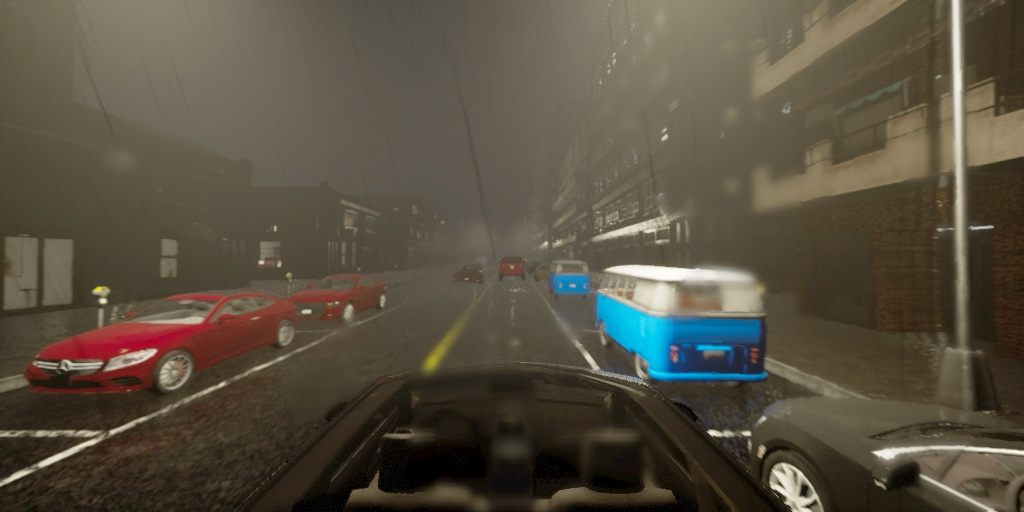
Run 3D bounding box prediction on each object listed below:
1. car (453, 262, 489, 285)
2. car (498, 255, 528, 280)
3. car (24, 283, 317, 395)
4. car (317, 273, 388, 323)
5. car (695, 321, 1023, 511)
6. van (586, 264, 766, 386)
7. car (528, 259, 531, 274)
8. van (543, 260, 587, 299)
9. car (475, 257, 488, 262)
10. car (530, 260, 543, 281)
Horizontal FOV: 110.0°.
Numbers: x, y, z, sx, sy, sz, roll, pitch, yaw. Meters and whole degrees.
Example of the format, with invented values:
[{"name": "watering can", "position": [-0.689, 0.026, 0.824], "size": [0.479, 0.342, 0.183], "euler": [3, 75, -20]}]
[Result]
[{"name": "car", "position": [-3.003, 1.336, 25.933], "size": [1.994, 1.385, 4.181], "euler": [0, 0, 0]}, {"name": "car", "position": [0.004, 0.964, 31.167], "size": [2.150, 2.045, 5.566], "euler": [0, 0, 0]}, {"name": "car", "position": [-5.690, 1.331, 6.605], "size": [1.802, 1.307, 4.207], "euler": [0, 0, 0]}, {"name": "car", "position": [-5.691, 1.293, 12.185], "size": [1.888, 1.381, 4.507], "euler": [0, 0, 0]}, {"name": "car", "position": [2.691, 1.301, 1.062], "size": [2.007, 1.370, 4.403], "euler": [0, 0, 0]}, {"name": "van", "position": [2.691, 1.090, 6.641], "size": [1.690, 1.789, 3.998], "euler": [0, 0, 0]}, {"name": "car", "position": [2.687, 1.298, 40.127], "size": [1.948, 1.339, 4.313], "euler": [0, 0, 0]}, {"name": "van", "position": [2.690, 1.088, 17.804], "size": [1.690, 1.789, 3.998], "euler": [0, 0, 0]}, {"name": "car", "position": [-5.696, 1.272, 62.408], "size": [1.948, 1.339, 4.313], "euler": [0, 0, 0]}, {"name": "car", "position": [2.688, 1.267, 29.134], "size": [1.751, 1.417, 4.829], "euler": [0, 0, 0]}]
